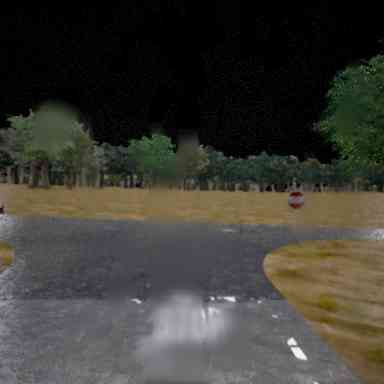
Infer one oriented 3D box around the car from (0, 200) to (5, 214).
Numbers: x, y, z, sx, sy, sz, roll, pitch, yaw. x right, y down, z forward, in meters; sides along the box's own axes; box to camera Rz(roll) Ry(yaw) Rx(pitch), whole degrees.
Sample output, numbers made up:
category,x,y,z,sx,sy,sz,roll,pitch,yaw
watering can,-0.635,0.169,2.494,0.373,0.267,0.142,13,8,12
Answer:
category,x,y,z,sx,sy,sz,roll,pitch,yaw
car,-14.516,0.624,20.245,5.566,2.045,2.150,3,-2,-3
